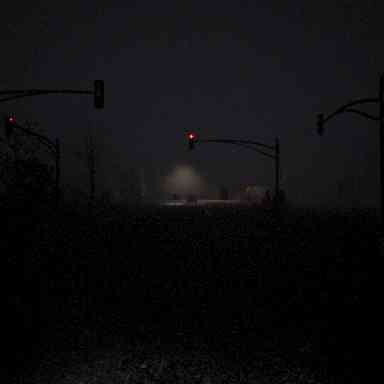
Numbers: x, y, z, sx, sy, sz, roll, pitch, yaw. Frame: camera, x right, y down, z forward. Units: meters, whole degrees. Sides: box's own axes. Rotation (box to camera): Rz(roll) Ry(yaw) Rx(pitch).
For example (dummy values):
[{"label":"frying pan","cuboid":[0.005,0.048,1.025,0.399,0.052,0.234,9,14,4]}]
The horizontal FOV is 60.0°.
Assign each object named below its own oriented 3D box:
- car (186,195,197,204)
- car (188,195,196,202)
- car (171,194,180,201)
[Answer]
[{"label":"car","cuboid":[-0.060,1.424,67.928,2.097,1.767,4.553,0,0,0]},{"label":"car","cuboid":[-0.069,1.425,77.964,1.837,1.490,4.892,0,0,0]},{"label":"car","cuboid":[-3.564,1.195,72.131,1.837,1.490,4.892,0,0,0]}]
